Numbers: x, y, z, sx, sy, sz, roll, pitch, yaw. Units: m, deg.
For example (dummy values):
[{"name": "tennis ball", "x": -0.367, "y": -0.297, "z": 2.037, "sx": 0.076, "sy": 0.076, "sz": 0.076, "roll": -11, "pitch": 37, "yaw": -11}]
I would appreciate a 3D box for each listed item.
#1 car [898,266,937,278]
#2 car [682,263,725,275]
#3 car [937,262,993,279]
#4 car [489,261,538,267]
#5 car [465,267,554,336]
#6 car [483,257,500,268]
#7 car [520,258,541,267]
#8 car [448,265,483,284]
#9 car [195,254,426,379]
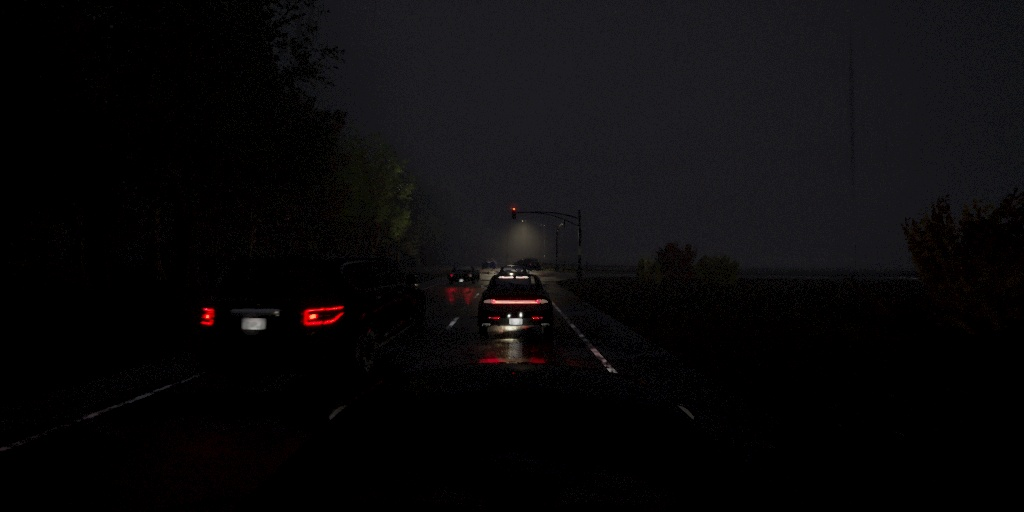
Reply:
[{"name": "car", "x": 48.961, "y": 1.890, "z": 42.258, "sx": 5.357, "sy": 1.411, "sz": 2.033, "roll": 1, "pitch": -1, "yaw": 1}, {"name": "car", "x": 22.486, "y": 1.545, "z": 42.377, "sx": 4.902, "sy": 1.511, "sz": 2.128, "roll": 1, "pitch": -1, "yaw": 0}, {"name": "car", "x": 50.197, "y": 1.517, "z": 38.704, "sx": 5.566, "sy": 2.045, "sz": 2.150, "roll": 1, "pitch": -1, "yaw": 1}, {"name": "car", "x": 0.066, "y": 1.246, "z": 19.792, "sx": 2.128, "sy": 1.511, "sz": 4.902, "roll": 0, "pitch": 0, "yaw": 0}, {"name": "car", "x": 0.084, "y": 1.244, "z": 10.394, "sx": 2.128, "sy": 1.511, "sz": 4.902, "roll": 0, "pitch": 0, "yaw": 0}, {"name": "car", "x": -3.523, "y": 1.106, "z": 57.220, "sx": 2.097, "sy": 1.767, "sz": 4.553, "roll": 0, "pitch": 0, "yaw": 0}, {"name": "car", "x": 1.880, "y": 1.114, "z": 48.913, "sx": 2.097, "sy": 1.767, "sz": 4.553, "roll": 0, "pitch": 0, "yaw": -35}, {"name": "car", "x": -3.453, "y": 1.356, "z": 26.575, "sx": 1.895, "sy": 1.301, "sz": 4.718, "roll": 0, "pitch": 0, "yaw": 0}, {"name": "car", "x": -3.409, "y": 0.975, "z": 7.417, "sx": 2.150, "sy": 2.045, "sz": 5.566, "roll": 0, "pitch": 0, "yaw": 0}]
